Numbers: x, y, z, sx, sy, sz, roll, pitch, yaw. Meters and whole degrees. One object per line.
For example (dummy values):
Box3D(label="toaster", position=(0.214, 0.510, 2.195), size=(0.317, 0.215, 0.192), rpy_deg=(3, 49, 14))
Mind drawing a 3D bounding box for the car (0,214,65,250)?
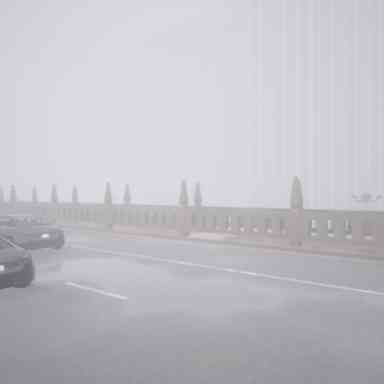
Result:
Box3D(label="car", position=(-6.967, 1.572, 13.265), size=(4.181, 1.385, 1.994), rpy_deg=(0, 0, 36))

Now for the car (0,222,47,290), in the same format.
Box3D(label="car", position=(-5.671, 1.568, 8.040), size=(4.181, 1.385, 1.994), rpy_deg=(0, 0, 36))
